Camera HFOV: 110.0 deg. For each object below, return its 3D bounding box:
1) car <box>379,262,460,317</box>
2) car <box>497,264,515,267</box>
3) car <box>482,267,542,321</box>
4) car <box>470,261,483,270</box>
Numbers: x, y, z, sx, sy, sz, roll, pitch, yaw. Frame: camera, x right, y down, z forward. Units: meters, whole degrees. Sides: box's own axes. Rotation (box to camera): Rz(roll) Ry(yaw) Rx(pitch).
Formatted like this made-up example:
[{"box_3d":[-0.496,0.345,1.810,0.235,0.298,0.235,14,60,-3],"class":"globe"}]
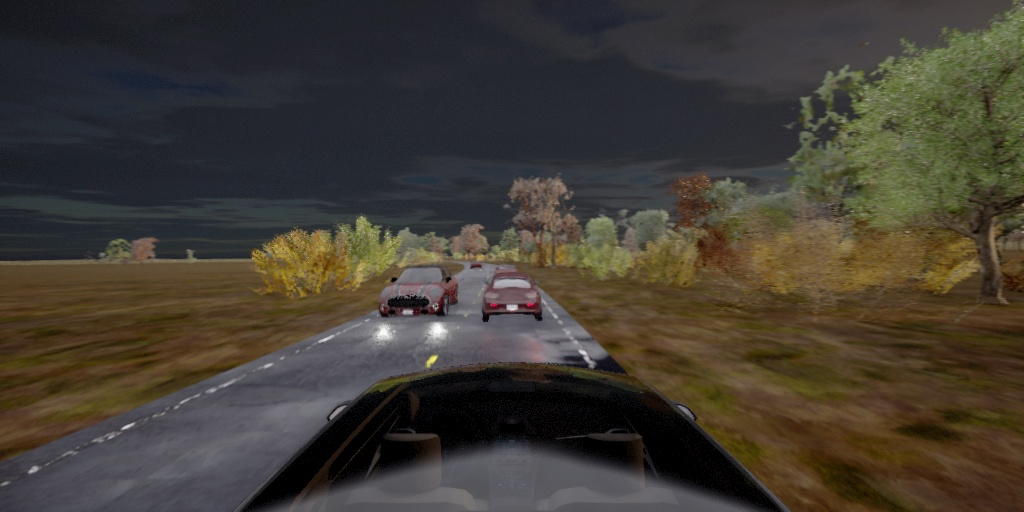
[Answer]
[{"box_3d":[-3.223,1.129,13.227,2.097,1.767,4.553,-1,0,-1],"class":"car"},{"box_3d":[-0.506,1.352,30.126,1.895,1.301,4.718,-1,0,-3],"class":"car"},{"box_3d":[-0.008,1.273,12.348,1.812,1.442,4.674,-1,0,0],"class":"car"},{"box_3d":[-5.430,1.405,55.000,1.895,1.301,4.718,-1,0,-5],"class":"car"}]
